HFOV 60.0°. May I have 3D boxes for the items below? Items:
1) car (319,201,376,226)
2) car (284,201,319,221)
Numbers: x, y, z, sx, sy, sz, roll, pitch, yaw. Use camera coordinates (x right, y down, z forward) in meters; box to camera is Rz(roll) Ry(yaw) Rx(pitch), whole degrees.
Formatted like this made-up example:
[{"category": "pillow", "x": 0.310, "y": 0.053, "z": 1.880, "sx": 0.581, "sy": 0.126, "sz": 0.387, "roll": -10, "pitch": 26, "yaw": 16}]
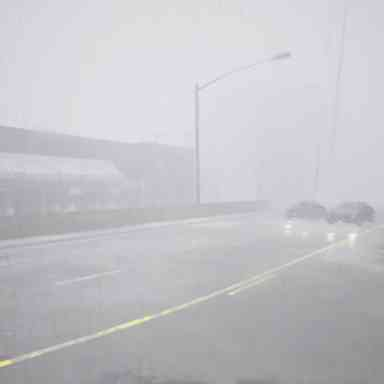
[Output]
[{"category": "car", "x": 10.296, "y": 1.304, "z": 21.313, "sx": 2.033, "sy": 1.411, "sz": 5.357, "roll": 0, "pitch": 0, "yaw": 40}, {"category": "car", "x": 8.463, "y": 1.327, "z": 24.563, "sx": 1.994, "sy": 1.385, "sz": 4.181, "roll": 0, "pitch": 0, "yaw": 40}]
